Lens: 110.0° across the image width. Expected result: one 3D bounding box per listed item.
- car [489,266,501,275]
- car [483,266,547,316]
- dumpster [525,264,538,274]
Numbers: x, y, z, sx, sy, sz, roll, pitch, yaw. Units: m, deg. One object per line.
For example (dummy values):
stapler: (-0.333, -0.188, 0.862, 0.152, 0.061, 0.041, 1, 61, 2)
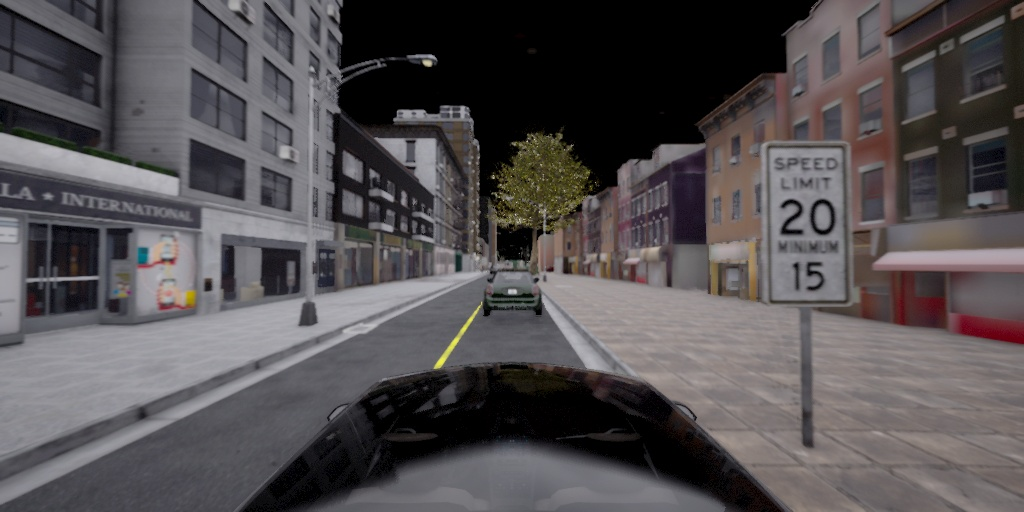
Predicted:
car: (-2.795, 2.364, 60.176, 1.837, 1.490, 4.892, 0, -1, 1)
car: (0.043, 1.260, 14.246, 2.097, 1.767, 4.553, 0, -1, 1)
dumpster: (3.012, 2.137, 55.408, 1.020, 1.700, 1.940, 0, 0, 0)
